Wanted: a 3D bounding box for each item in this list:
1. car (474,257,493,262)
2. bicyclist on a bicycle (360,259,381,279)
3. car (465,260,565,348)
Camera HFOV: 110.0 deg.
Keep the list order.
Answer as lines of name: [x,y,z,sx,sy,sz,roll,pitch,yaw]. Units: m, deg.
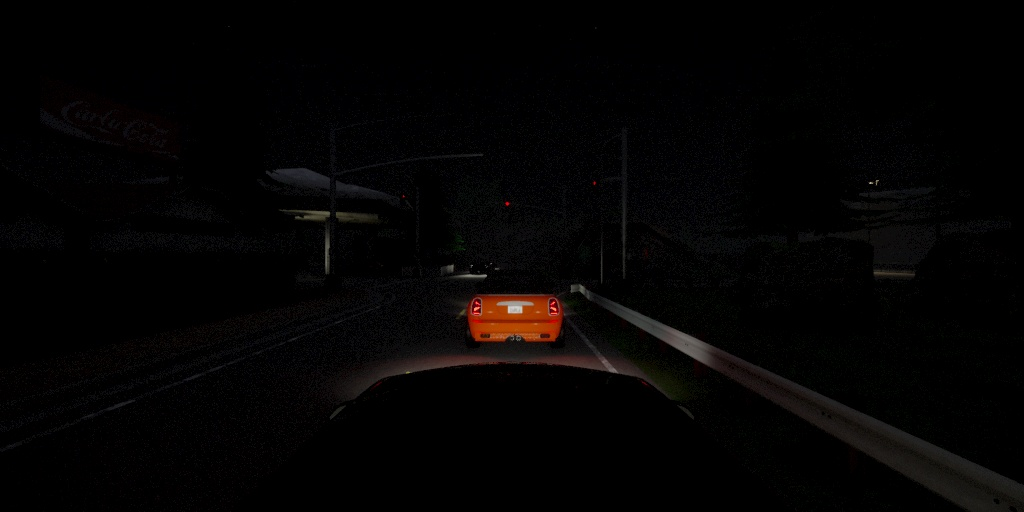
car: [-3.569,1.101,40.637,2.097,1.767,4.553,0,0,0]
bicyclist on a bicycle: [-11.754,1.096,29.861,1.656,1.620,0.582,1,-3,-19]
car: [0.079,1.102,9.373,2.097,1.767,4.553,0,0,0]
